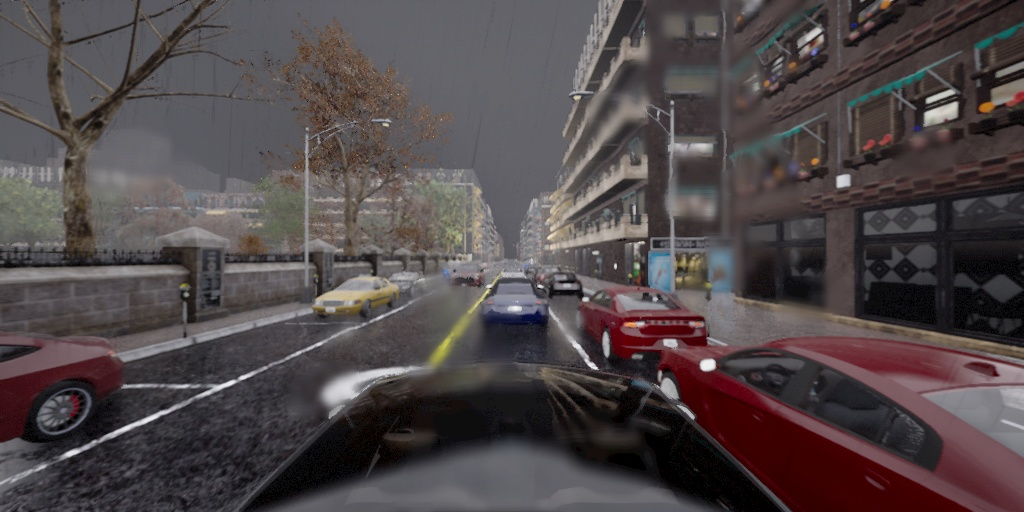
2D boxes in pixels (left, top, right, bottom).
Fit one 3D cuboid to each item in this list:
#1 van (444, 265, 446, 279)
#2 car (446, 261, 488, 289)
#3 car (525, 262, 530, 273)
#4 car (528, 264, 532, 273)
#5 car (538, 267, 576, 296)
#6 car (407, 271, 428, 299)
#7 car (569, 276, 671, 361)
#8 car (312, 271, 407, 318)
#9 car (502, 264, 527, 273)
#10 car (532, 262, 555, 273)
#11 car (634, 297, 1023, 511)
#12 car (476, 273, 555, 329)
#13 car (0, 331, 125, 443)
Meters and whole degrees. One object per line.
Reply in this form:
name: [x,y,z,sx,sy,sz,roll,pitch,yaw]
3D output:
van: [-5.723,1.446,35.977,1.690,1.789,3.998,0,0,0]
car: [-3.117,1.351,25.886,2.097,1.767,4.553,0,-1,0]
car: [2.647,1.787,47.057,1.948,1.339,4.313,0,0,0]
car: [2.663,1.612,30.452,1.948,1.339,4.313,0,0,0]
car: [2.674,1.497,19.383,1.948,1.339,4.313,0,0,0]
car: [-5.706,1.482,19.374,2.007,1.370,4.403,0,0,0]
car: [2.685,1.362,8.313,1.888,1.381,4.507,0,0,0]
car: [-5.700,1.400,13.669,1.751,1.417,4.829,0,0,0]
car: [0.077,1.657,31.311,1.895,1.301,4.718,0,-1,0]
car: [2.669,1.429,24.917,1.967,1.591,4.097,0,0,0]
car: [2.691,1.306,2.778,1.888,1.381,4.507,0,0,0]
car: [0.088,1.417,11.731,1.994,1.385,4.181,0,-1,0]
car: [-5.689,1.343,2.769,1.802,1.307,4.207,0,0,0]
